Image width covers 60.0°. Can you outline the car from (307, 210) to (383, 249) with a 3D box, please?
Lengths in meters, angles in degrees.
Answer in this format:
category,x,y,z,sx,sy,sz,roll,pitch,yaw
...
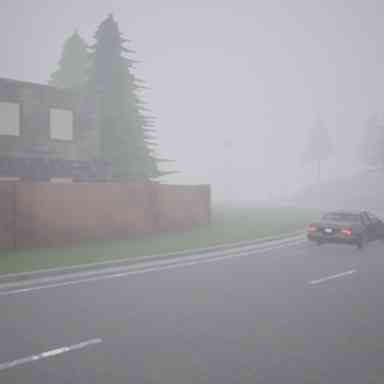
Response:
category,x,y,z,sx,sy,sz,roll,pitch,yaw
car,6.782,1.466,14.151,2.033,1.411,5.357,0,0,43
